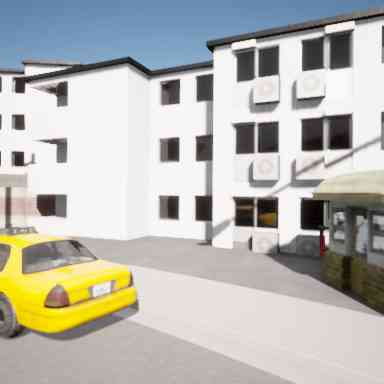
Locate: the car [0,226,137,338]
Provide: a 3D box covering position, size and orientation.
[{"bbox_3d":[-3.499,1.455,6.556,5.366,1.575,1.801,0,0,34],"label":"car"}]
